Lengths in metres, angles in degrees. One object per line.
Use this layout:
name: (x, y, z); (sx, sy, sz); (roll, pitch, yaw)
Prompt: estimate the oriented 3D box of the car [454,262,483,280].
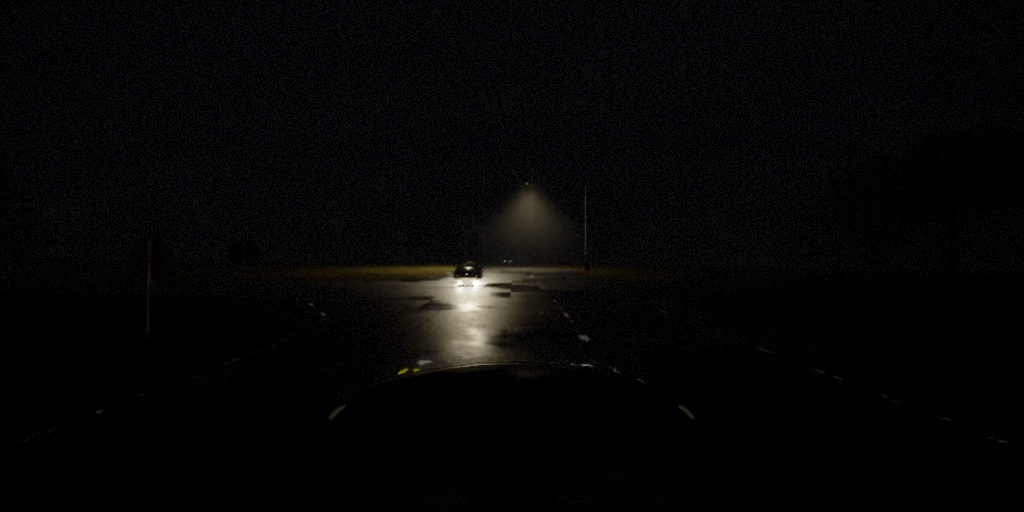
car: (-3.395, 1.147, 28.801); (1.994, 1.385, 4.181); (0, 1, 0)
